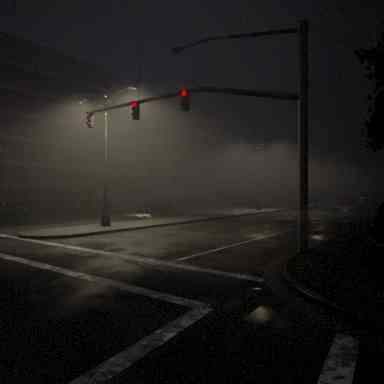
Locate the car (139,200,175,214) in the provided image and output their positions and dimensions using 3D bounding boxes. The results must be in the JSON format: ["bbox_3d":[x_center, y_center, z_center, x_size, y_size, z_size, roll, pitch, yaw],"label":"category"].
[{"bbox_3d":[-3.665,1.561,35.242,1.994,1.385,4.181,0,0,36],"label":"car"}]

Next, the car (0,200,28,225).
[{"bbox_3d":[-13.370,1.351,21.838,2.097,1.767,4.553,0,0,36],"label":"car"}]

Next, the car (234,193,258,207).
[{"bbox_3d":[8.757,1.223,52.296,2.150,2.045,5.566,0,0,36],"label":"car"}]

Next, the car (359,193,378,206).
[{"bbox_3d":[28.722,1.221,54.041,2.150,2.045,5.566,0,0,36],"label":"car"}]

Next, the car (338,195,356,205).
[{"bbox_3d":[26.656,1.352,57.155,2.097,1.767,4.553,0,0,36],"label":"car"}]
